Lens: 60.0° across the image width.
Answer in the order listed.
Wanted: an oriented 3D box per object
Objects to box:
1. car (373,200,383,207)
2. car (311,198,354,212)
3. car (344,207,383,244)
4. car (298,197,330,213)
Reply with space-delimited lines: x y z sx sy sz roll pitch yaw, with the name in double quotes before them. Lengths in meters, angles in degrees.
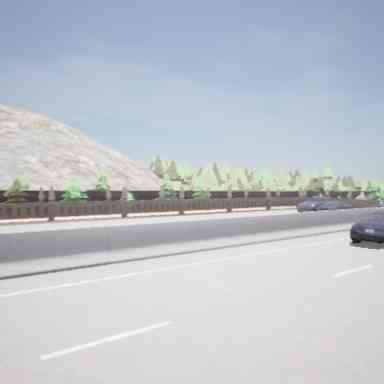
"car" 18.471 1.427 30.732 4.902 1.511 2.128 0 0 -36
"car" 13.570 1.532 31.459 4.181 1.385 1.994 0 0 -36
"car" 8.767 1.535 14.599 4.181 1.385 1.994 0 0 -37
"car" 13.383 1.328 35.675 4.553 1.767 2.097 0 0 -36
